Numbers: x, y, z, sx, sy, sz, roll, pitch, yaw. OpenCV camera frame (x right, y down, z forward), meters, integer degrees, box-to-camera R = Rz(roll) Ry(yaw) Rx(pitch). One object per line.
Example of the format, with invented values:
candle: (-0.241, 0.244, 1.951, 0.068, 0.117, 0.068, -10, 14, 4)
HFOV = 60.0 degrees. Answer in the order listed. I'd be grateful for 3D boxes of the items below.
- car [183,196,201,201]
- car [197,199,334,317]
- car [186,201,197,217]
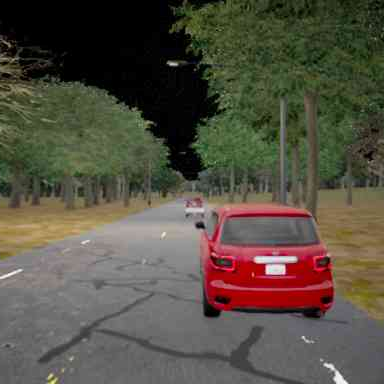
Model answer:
car: (0.329, 1.597, 44.877, 2.150, 2.045, 5.566, 0, 0, 1)
car: (1.288, 1.294, 7.724, 2.150, 2.045, 5.566, 0, -1, 0)
car: (0.312, 1.907, 34.913, 1.895, 1.301, 4.718, 0, 0, 1)
